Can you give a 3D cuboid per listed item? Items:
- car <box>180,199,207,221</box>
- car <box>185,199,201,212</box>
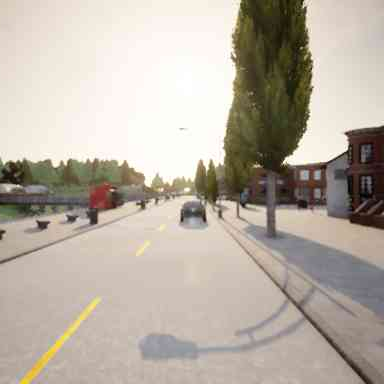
[{"bbox_3d":[0.098,1.406,27.579,2.097,1.767,4.553,0,0,0],"label":"car"},{"bbox_3d":[0.100,1.605,40.527,1.812,1.442,4.674,0,0,0],"label":"car"}]
